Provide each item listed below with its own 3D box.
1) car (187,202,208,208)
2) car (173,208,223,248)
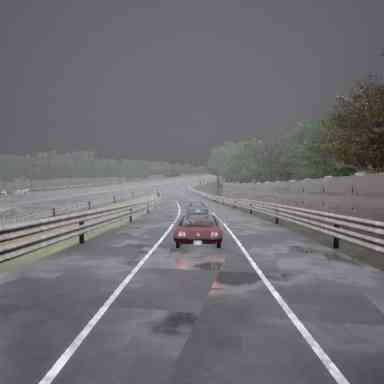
[{"bbox_3d":[0.467,1.539,29.639,1.994,1.385,4.181,0,0,0],"label":"car"},{"bbox_3d":[0.296,1.602,14.588,1.895,1.301,4.718,0,0,2],"label":"car"}]
